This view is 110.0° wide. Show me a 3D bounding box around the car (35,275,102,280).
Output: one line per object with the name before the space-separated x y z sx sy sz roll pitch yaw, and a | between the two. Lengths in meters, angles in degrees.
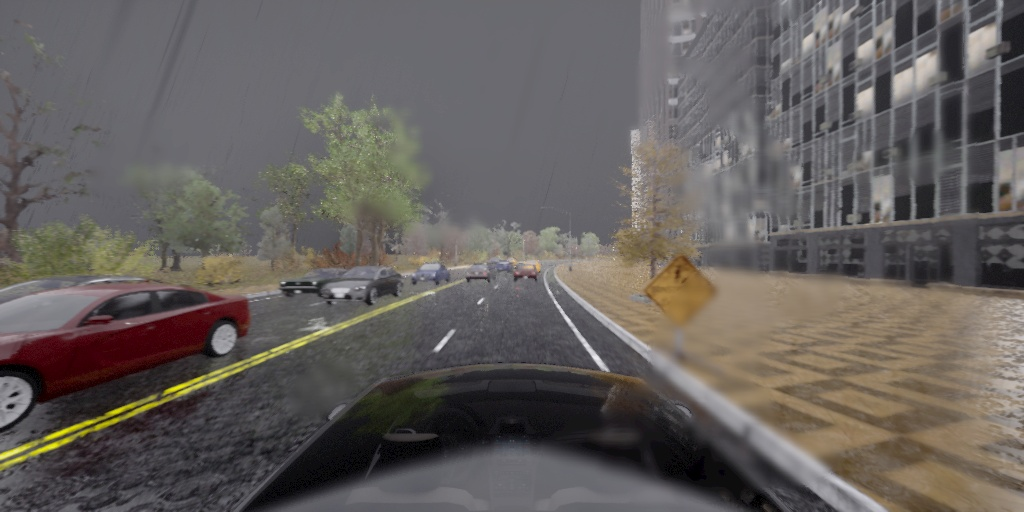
car | -9.760 1.193 7.930 2.128 1.511 4.902 0 0 1

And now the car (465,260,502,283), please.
car | -2.318 1.256 27.906 2.033 1.411 5.357 0 0 5

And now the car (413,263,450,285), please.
car | -5.739 1.221 25.954 1.812 1.442 4.674 0 0 4

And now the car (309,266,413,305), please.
car | -6.287 1.197 15.730 2.128 1.511 4.902 0 0 2

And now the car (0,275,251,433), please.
car | -6.542 1.195 5.569 1.882 1.535 5.008 0 0 1

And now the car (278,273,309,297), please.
car | -9.450 1.290 18.194 1.895 1.301 4.718 0 0 3

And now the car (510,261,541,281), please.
car | 1.180 1.323 29.253 1.895 1.301 4.718 0 0 4

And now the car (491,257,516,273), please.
car | -0.960 1.223 42.109 1.812 1.442 4.674 0 0 7

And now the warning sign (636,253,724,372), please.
warning sign | 2.859 0.872 6.146 1.300 1.860 1.060 0 0 1
